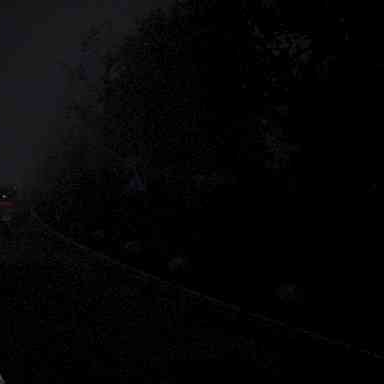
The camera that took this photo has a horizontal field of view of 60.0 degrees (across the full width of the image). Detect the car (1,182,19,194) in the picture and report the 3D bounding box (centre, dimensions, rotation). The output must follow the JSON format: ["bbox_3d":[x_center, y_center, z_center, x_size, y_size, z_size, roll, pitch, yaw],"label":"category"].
[{"bbox_3d":[-25.537,-0.561,46.764,2.033,1.411,5.357,1,2,-27],"label":"car"}]

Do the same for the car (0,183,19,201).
[{"bbox_3d":[-18.899,0.075,33.802,1.837,1.490,4.892,1,2,-27],"label":"car"}]
